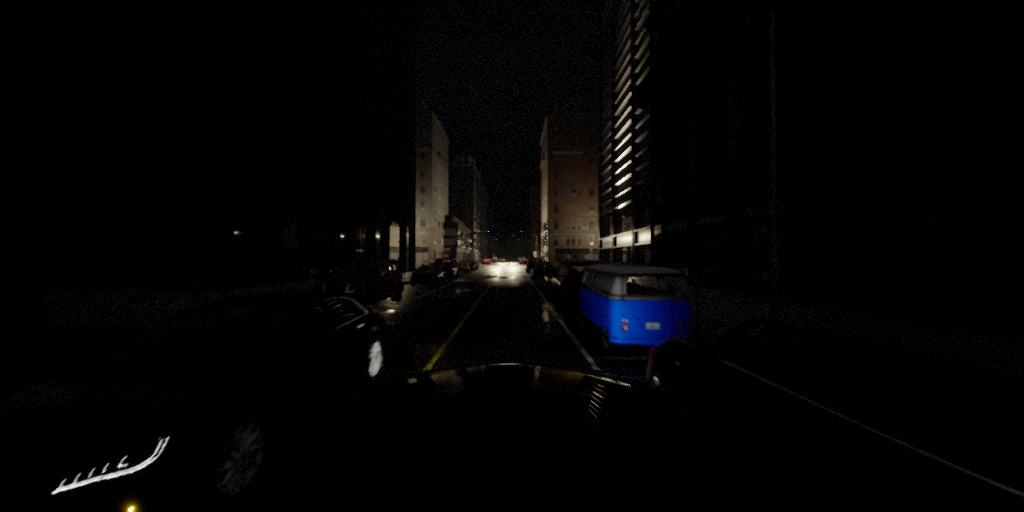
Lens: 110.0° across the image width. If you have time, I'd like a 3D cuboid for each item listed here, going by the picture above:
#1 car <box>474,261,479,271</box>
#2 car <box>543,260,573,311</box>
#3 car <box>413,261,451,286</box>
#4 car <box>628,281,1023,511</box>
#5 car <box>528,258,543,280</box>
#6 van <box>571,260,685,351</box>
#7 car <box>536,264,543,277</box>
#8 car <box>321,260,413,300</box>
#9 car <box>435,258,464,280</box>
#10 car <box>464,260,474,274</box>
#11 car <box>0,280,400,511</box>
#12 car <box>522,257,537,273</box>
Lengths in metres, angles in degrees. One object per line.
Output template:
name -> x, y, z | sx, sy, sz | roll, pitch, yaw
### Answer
car -> -5.863, 1.322, 48.039 | 1.888, 1.381, 4.507 | 0, 0, 0
car -> 2.667, 1.070, 14.285 | 2.192, 1.841, 5.009 | 0, 0, 0
car -> -5.860, 1.307, 25.541 | 1.888, 1.381, 4.507 | 0, 0, 0
car -> 2.668, 1.190, 3.037 | 1.967, 1.591, 4.097 | 0, 0, 0
car -> 2.665, 1.205, 31.158 | 1.967, 1.591, 4.097 | 0, 0, 0
van -> 2.668, 1.093, 8.661 | 1.690, 1.789, 3.998 | 0, 0, 0
car -> 2.666, 1.308, 19.910 | 2.007, 1.370, 4.403 | 0, 0, 0
car -> -5.859, 1.070, 14.292 | 2.192, 1.841, 5.009 | 0, 0, 0
car -> -5.861, 1.080, 31.166 | 2.192, 1.841, 5.009 | 0, 0, 0
car -> -5.863, 1.298, 42.245 | 1.751, 1.417, 4.829 | 0, 0, 0
car -> -3.101, 1.256, 4.393 | 1.837, 1.490, 4.892 | 0, 0, 0
car -> 2.663, 1.087, 42.407 | 2.192, 1.841, 5.009 | 0, 0, 0
